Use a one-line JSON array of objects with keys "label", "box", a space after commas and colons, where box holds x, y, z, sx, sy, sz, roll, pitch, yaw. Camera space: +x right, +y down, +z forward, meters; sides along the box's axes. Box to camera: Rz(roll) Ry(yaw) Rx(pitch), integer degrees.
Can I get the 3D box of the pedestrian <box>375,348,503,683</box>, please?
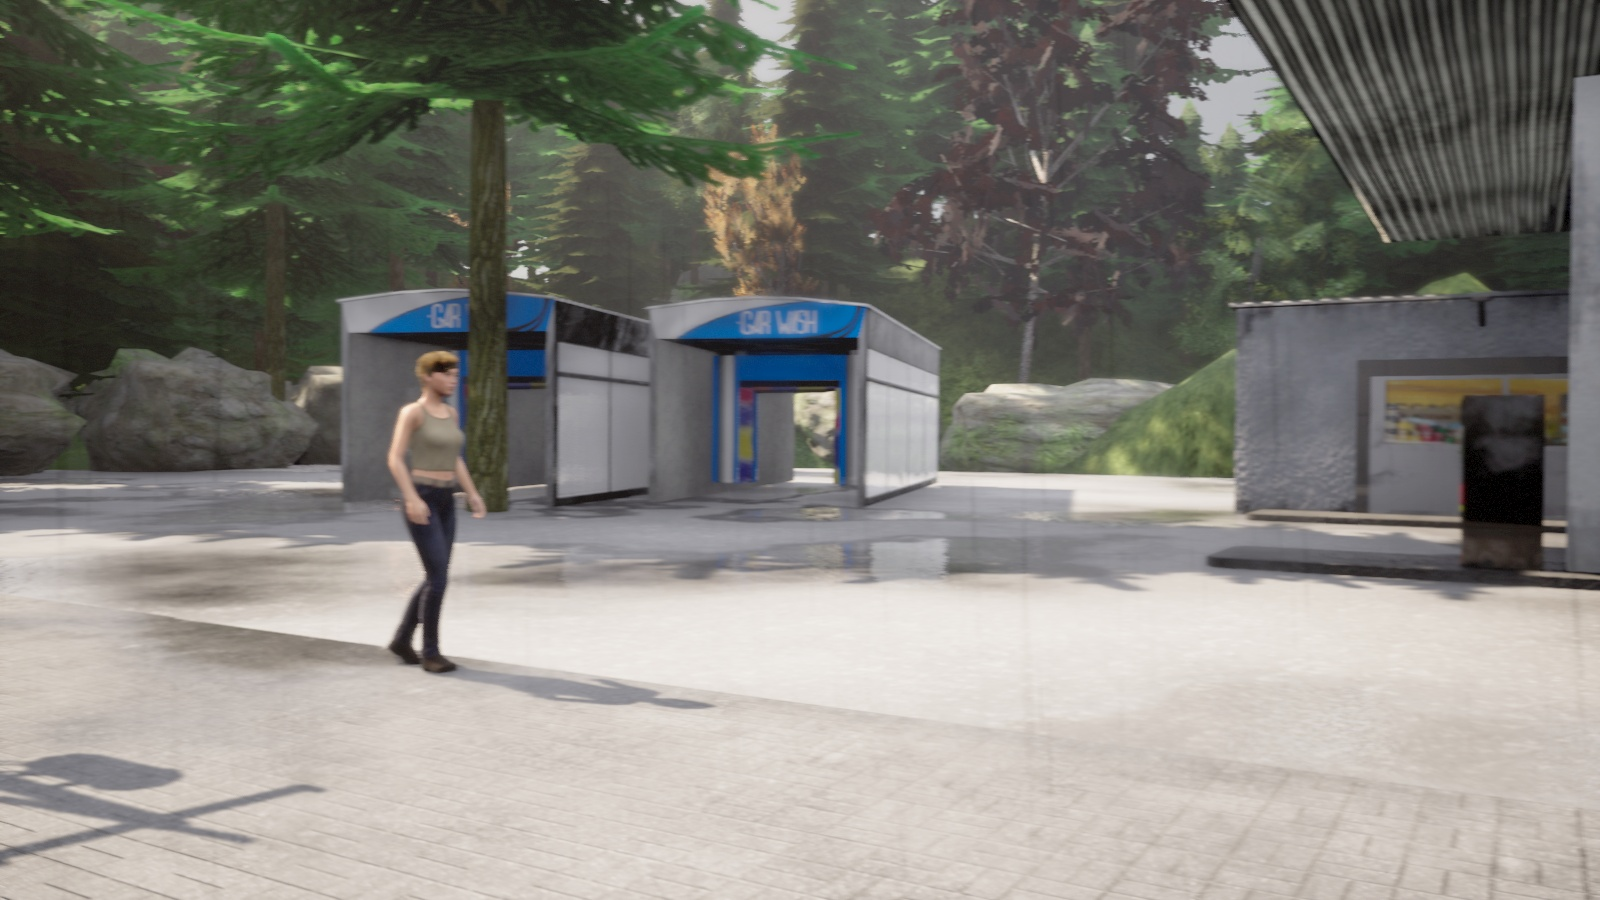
[{"label": "pedestrian", "box": [-2.051, 0.359, 7.142, 0.594, 1.836, 0.345, 0, 1, 24]}]
